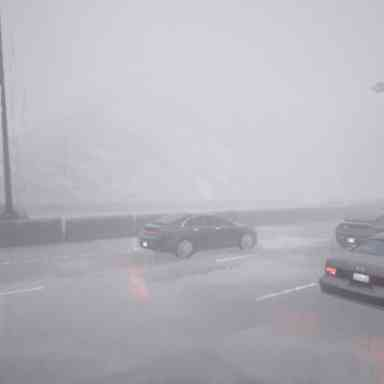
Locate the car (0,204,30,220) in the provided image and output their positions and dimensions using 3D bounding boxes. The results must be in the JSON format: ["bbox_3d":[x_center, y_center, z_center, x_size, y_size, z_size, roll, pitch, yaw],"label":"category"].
[{"bbox_3d":[-12.824,1.493,20.641,4.902,1.511,2.128,0,0,-36],"label":"car"}]

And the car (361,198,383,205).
[{"bbox_3d":[24.277,1.604,42.809,4.892,1.490,1.837,1,0,-35],"label":"car"}]

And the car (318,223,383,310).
[{"bbox_3d":[5.033,1.566,7.343,5.357,1.411,2.033,0,0,-36],"label":"car"}]

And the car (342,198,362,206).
[{"bbox_3d":[23.461,1.626,46.520,4.674,1.442,1.812,0,0,-35],"label":"car"}]

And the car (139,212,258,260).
[{"bbox_3d":[0.386,1.520,12.629,4.892,1.490,1.837,0,0,-35],"label":"car"}]

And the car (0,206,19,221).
[{"bbox_3d":[-11.805,1.600,17.069,4.718,1.301,1.895,0,0,-36],"label":"car"}]

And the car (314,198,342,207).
[{"bbox_3d":[20.474,1.604,48.687,4.892,1.490,1.837,1,0,-35],"label":"car"}]

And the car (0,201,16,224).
[{"bbox_3d":[-15.229,1.478,23.224,5.008,1.535,1.882,0,0,-36],"label":"car"}]

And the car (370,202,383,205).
[{"bbox_3d":[14.809,1.602,22.926,5.357,1.411,2.033,0,0,-36],"label":"car"}]

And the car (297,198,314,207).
[{"bbox_3d":[18.251,1.622,51.392,4.674,1.442,1.812,0,0,-35],"label":"car"}]

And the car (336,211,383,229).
[{"bbox_3d":[7.828,1.536,13.640,4.892,1.490,1.837,0,0,-36],"label":"car"}]
